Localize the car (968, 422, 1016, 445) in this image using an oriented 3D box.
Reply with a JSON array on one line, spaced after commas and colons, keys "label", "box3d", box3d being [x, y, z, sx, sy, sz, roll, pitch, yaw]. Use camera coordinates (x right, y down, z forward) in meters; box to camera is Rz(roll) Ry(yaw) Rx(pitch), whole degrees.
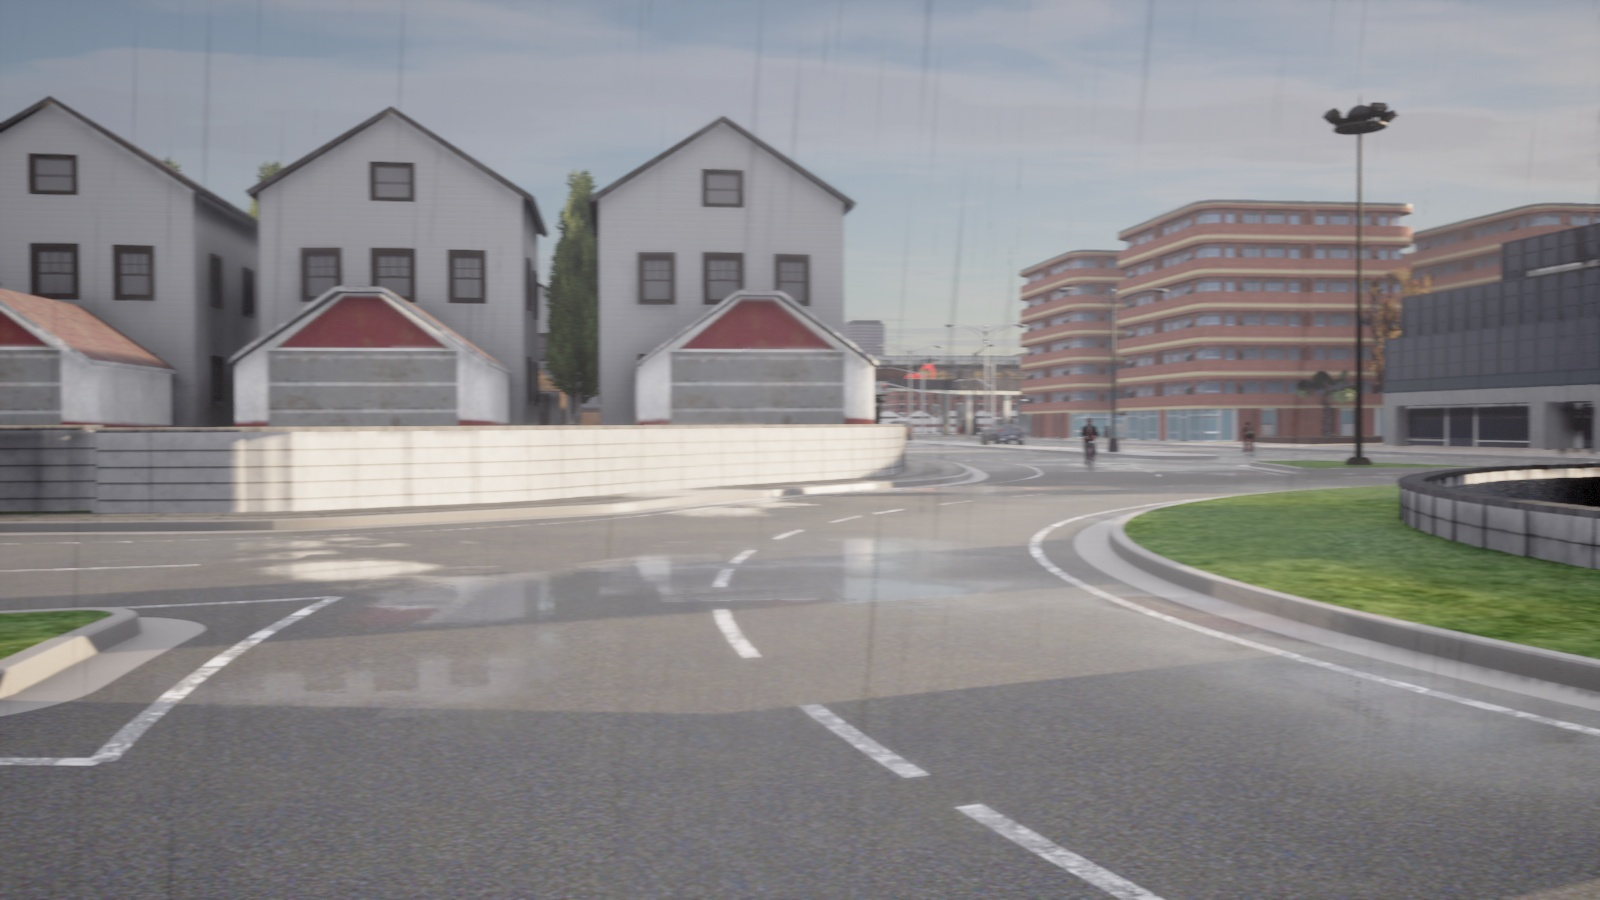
[{"label": "car", "box3d": [14.432, -1.248, 94.768, 2.152, 1.651, 5.027, 0, 1, -9]}]
